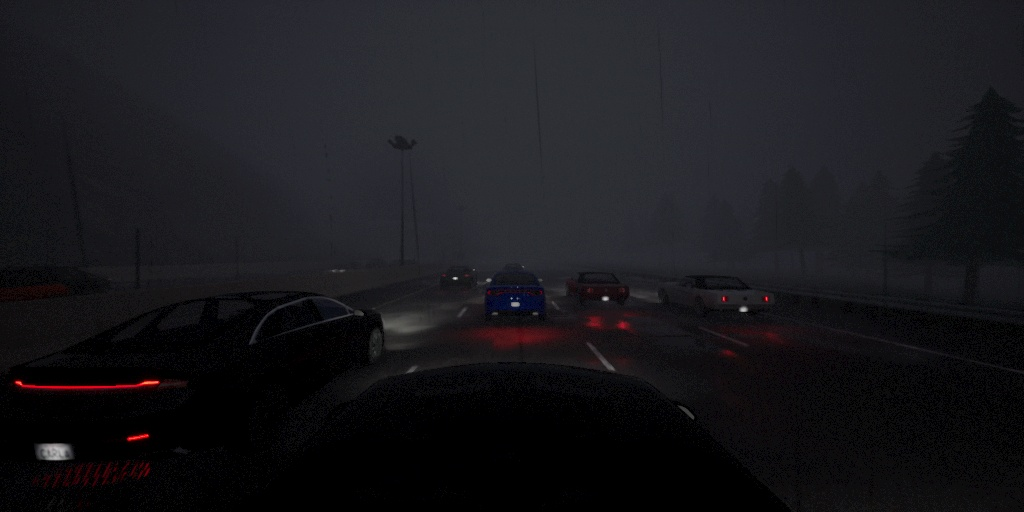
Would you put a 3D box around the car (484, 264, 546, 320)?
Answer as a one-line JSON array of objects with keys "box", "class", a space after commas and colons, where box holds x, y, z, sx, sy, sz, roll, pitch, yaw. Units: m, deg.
[{"box": [0.096, 1.226, 12.689, 1.882, 1.535, 5.008, 0, 0, 0], "class": "car"}]

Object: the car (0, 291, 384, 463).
[{"box": [-3.400, 1.241, 5.091, 2.128, 1.511, 4.902, 0, 0, 0], "class": "car"}]

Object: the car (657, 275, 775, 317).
[{"box": [7.097, 1.349, 13.208, 1.895, 1.301, 4.718, 0, 0, 0], "class": "car"}]

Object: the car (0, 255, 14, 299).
[{"box": [-24.602, 0.970, 14.155, 2.150, 2.045, 5.566, 0, 0, 0], "class": "car"}]

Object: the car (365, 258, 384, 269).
[{"box": [-21.112, 1.096, 55.916, 2.097, 1.767, 4.553, 0, 0, 0], "class": "car"}]

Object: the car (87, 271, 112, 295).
[{"box": [-17.602, 1.101, 12.475, 2.097, 1.767, 4.553, 0, 0, 0], "class": "car"}]

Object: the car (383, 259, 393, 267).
[{"box": [-17.584, 1.270, 54.786, 1.812, 1.442, 4.674, 0, 0, 0], "class": "car"}]

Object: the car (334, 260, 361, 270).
[{"box": [-24.542, 1.291, 53.718, 2.033, 1.411, 5.357, 0, 0, 1], "class": "car"}]

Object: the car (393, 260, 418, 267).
[{"box": [-14.098, 1.248, 48.781, 1.837, 1.490, 4.892, 0, 0, 0], "class": "car"}]

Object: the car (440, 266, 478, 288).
[{"box": [-3.404, 1.311, 23.503, 1.994, 1.385, 4.181, 0, 0, 0], "class": "car"}]

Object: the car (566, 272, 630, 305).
[{"box": [3.597, 1.349, 16.001, 1.895, 1.301, 4.718, 0, 0, 0], "class": "car"}]

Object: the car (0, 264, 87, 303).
[{"box": [-14.101, 1.101, 8.671, 2.097, 1.767, 4.553, 0, 0, 0], "class": "car"}]
